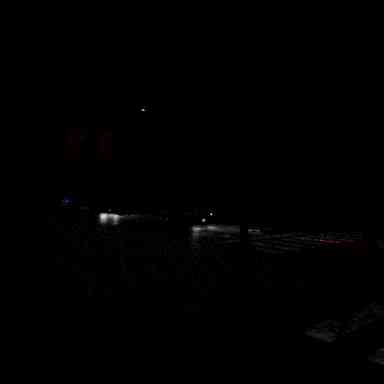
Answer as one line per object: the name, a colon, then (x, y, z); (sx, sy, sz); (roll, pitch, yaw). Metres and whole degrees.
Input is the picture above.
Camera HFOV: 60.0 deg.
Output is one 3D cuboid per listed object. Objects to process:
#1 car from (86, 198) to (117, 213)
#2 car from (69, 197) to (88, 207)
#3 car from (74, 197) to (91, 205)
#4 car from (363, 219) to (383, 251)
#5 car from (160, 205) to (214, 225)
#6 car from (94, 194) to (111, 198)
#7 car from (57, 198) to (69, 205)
car: (-10.370, 1.739, 38.718); (1.895, 1.301, 4.718); (0, 0, -36)
car: (-18.930, 1.817, 56.570); (1.895, 1.301, 4.718); (0, 0, -36)
car: (-21.798, 1.758, 66.151); (1.837, 1.490, 4.892); (0, 0, -36)
car: (8.836, 1.488, 11.887); (1.882, 1.535, 5.008); (0, 0, -36)
car: (-0.459, 1.674, 24.858); (1.895, 1.301, 4.718); (0, 0, -36)
car: (-15.847, 1.441, 57.840); (2.150, 2.045, 5.566); (0, 0, -35)
car: (-25.068, 1.817, 65.134); (1.994, 1.385, 4.181); (0, 0, -36)
